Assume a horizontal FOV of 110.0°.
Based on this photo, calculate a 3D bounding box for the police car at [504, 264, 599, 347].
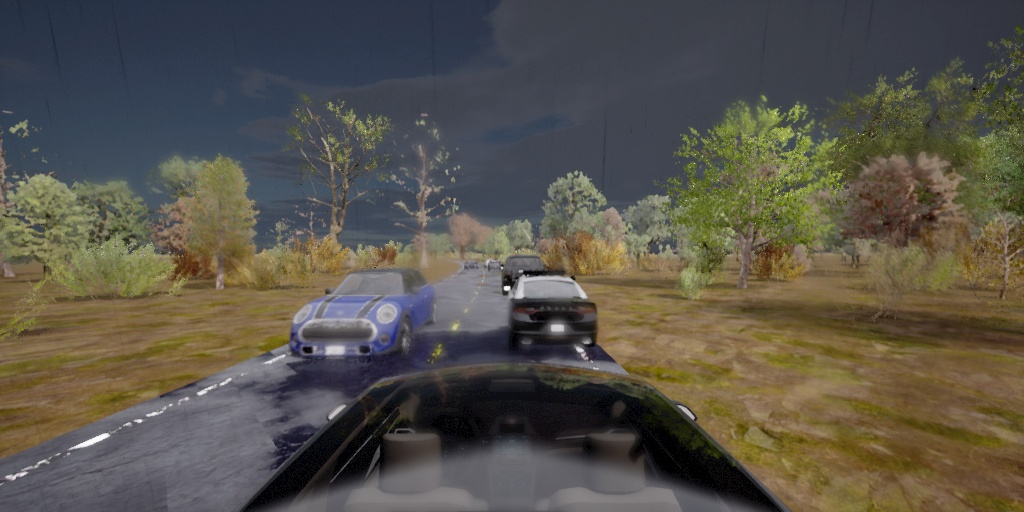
[{"bbox_3d":[0.820,1.170,9.415,1.930,1.638,5.238,0,0,-1],"label":"police car"}]

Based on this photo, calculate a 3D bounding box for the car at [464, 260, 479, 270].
[{"bbox_3d":[-5.838,1.286,51.729,1.994,1.385,4.181,0,0,-6],"label":"car"}]

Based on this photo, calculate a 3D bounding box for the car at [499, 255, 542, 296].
[{"bbox_3d":[0.531,0.961,19.380,2.150,2.045,5.566,0,0,-2],"label":"car"}]

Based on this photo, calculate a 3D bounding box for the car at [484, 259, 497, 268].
[{"bbox_3d":[-3.593,1.243,59.865,1.812,1.442,4.674,0,0,-8],"label":"car"}]

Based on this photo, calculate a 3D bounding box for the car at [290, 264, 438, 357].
[{"bbox_3d":[-3.202,1.097,8.673,2.097,1.767,4.553,0,0,-1],"label":"car"}]

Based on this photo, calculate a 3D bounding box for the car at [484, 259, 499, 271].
[{"bbox_3d":[-2.313,1.213,48.066,2.128,1.511,4.902,0,0,-5],"label":"car"}]
